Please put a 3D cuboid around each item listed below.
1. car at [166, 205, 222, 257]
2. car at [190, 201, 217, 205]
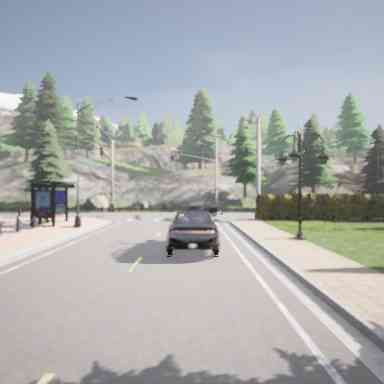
[{"bbox_3d":[0.043,1.489,12.947,2.128,1.511,4.902,0,0,0],"label":"car"},{"bbox_3d":[0.989,1.477,28.415,1.882,1.535,5.008,-1,0,20],"label":"car"}]
